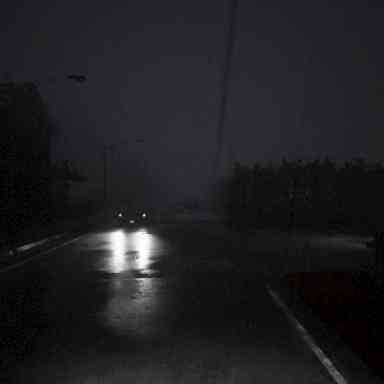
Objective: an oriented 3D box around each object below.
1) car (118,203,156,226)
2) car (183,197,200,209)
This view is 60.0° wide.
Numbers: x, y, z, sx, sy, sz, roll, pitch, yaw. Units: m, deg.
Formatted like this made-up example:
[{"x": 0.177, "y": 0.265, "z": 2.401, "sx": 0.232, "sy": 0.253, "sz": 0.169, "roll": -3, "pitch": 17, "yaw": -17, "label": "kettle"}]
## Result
[{"x": -3.584, "y": 1.457, "z": 22.145, "sx": 1.895, "sy": 1.301, "sz": 4.718, "roll": 0, "pitch": 0, "yaw": 0, "label": "car"}, {"x": -0.061, "y": 1.285, "z": 40.104, "sx": 2.033, "sy": 1.411, "sz": 5.357, "roll": 0, "pitch": 0, "yaw": -3, "label": "car"}]
